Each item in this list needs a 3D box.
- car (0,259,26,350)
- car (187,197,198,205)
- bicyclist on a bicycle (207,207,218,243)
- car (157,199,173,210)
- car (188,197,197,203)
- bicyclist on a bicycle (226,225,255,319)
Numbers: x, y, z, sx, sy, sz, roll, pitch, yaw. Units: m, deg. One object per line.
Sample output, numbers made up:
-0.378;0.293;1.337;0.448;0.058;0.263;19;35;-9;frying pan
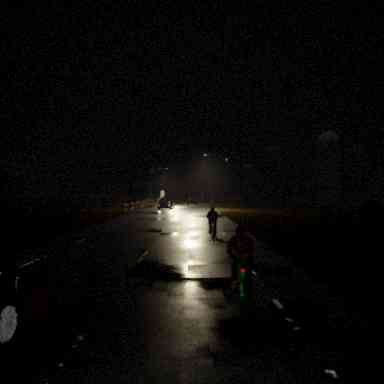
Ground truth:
-3.598;1.529;3.477;1.837;1.490;4.892;0;0;0;car
0.103;1.809;66.026;1.837;1.490;4.892;0;-2;1;car
0.969;1.514;15.507;0.582;1.620;1.656;0;0;0;bicyclist on a bicycle
-3.575;1.669;45.123;1.837;1.490;4.892;0;0;0;car
0.023;1.949;80.371;2.128;1.511;4.902;0;-1;0;car
0.967;1.491;6.542;0.582;1.620;1.656;0;-1;0;bicyclist on a bicycle
